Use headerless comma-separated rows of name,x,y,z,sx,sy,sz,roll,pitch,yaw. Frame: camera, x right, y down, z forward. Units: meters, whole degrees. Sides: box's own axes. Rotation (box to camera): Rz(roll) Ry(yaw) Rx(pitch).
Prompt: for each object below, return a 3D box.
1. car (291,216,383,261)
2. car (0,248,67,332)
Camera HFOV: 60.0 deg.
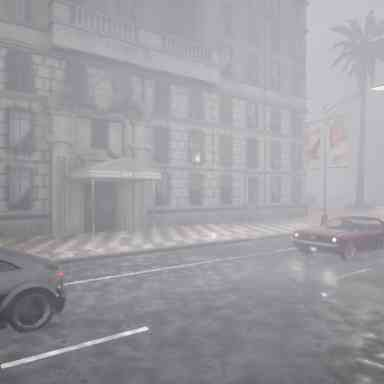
car,5.864,1.600,12.409,4.718,1.301,1.895,0,0,-35
car,-4.236,1.564,5.268,4.181,1.385,1.994,0,0,-35
